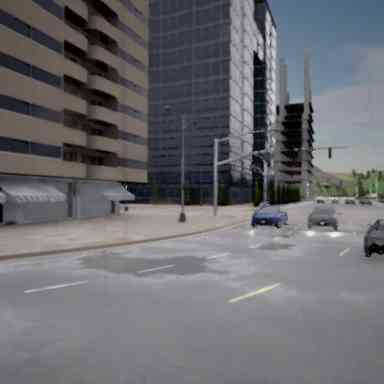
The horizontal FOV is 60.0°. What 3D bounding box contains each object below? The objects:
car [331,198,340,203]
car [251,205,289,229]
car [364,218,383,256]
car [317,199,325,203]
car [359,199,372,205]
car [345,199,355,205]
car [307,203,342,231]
[{"bbox_3d":[36.587,2.434,84.872,1.837,1.490,4.892,0,-1,24],"label":"car"},{"bbox_3d":[5.665,1.710,23.828,1.882,1.535,5.008,0,-1,25],"label":"car"},{"bbox_3d":[8.010,1.725,13.205,1.994,1.385,4.181,0,0,31],"label":"car"},{"bbox_3d":[33.374,2.519,86.261,1.895,1.301,4.718,0,-1,24],"label":"car"},{"bbox_3d":[42.596,2.478,81.154,1.994,1.385,4.181,0,-1,24],"label":"car"},{"bbox_3d":[39.348,2.438,82.464,2.128,1.511,4.902,0,-1,24],"label":"car"},{"bbox_3d":[9.180,1.757,23.081,1.837,1.490,4.892,0,-1,25],"label":"car"}]
